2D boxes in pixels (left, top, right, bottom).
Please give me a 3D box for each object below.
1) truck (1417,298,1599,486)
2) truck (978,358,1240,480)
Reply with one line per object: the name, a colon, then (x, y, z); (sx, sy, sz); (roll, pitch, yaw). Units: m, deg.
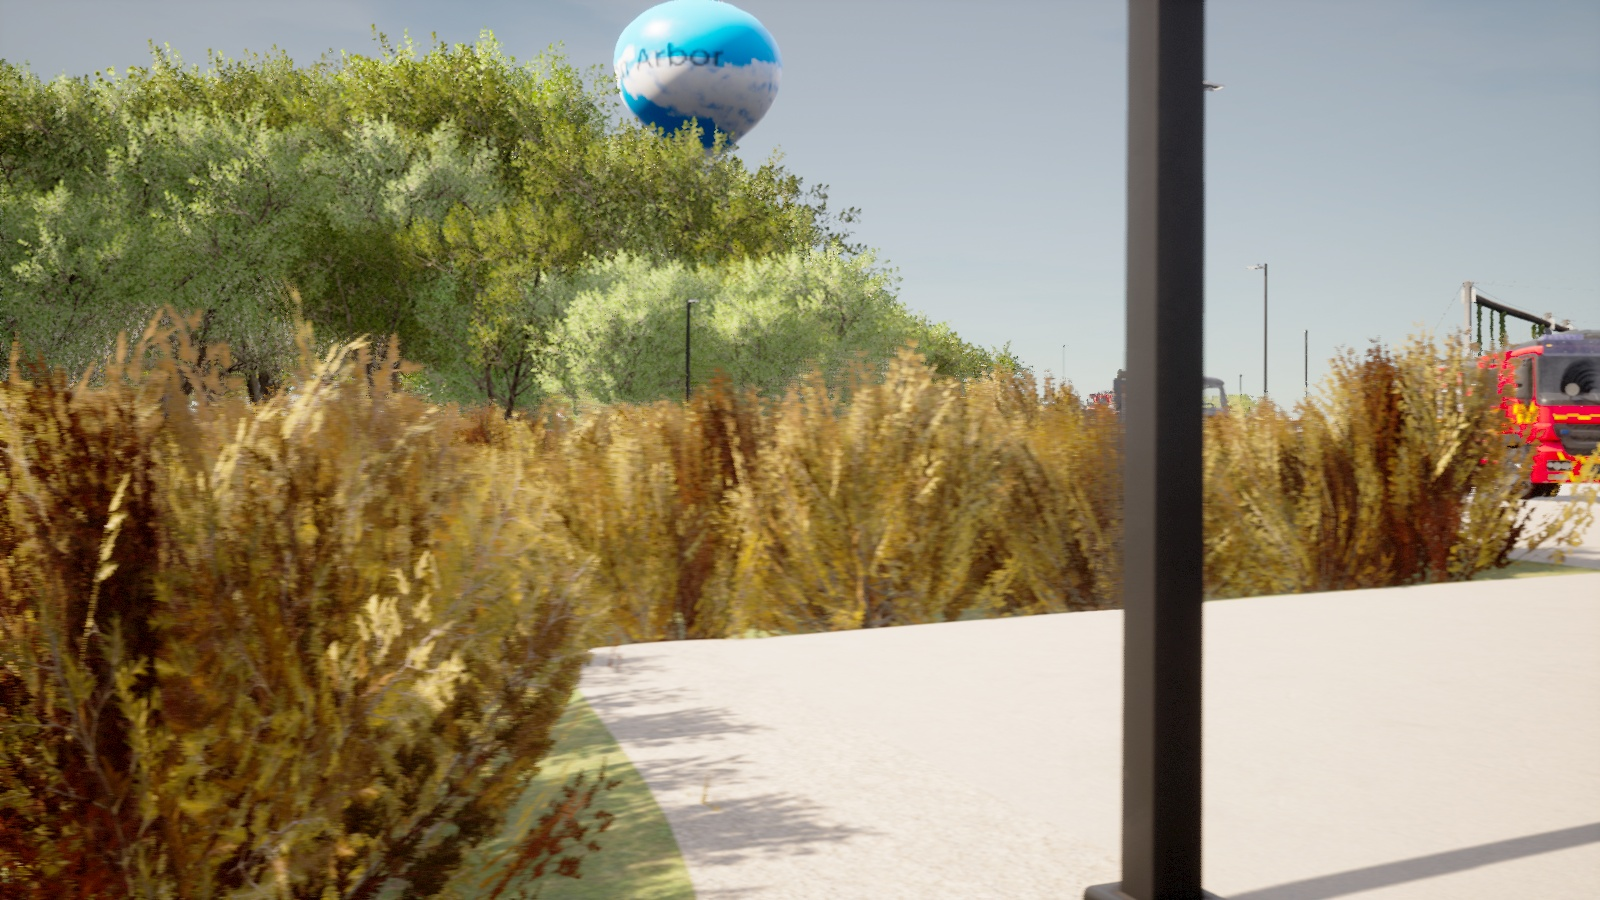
truck: (17.444, -1.143, 29.701); (2.891, 3.827, 8.468); (0, -1, 11)
truck: (9.535, -0.863, 39.675); (2.891, 3.462, 7.936); (0, 0, -38)
